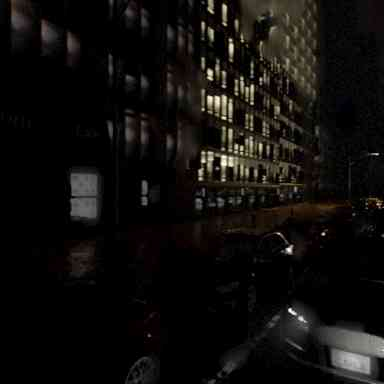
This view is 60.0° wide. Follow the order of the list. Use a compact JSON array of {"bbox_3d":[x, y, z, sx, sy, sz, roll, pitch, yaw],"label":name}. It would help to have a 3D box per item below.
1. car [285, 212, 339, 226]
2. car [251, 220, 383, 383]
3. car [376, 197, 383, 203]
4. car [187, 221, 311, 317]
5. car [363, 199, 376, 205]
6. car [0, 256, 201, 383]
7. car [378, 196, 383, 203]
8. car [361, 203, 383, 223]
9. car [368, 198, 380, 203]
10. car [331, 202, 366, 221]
[{"bbox_3d":[4.061,1.596,12.323,1.802,1.307,4.206,0,0,32],"label":"car"},{"bbox_3d":[2.933,1.507,5.546,2.128,1.511,4.902,1,0,32],"label":"car"},{"bbox_3d":[42.836,1.821,75.218,2.008,1.369,4.403,0,0,32],"label":"car"},{"bbox_3d":[1.078,1.545,7.486,2.008,1.369,4.403,0,0,32],"label":"car"},{"bbox_3d":[15.992,1.645,31.675,2.008,1.369,4.403,0,0,32],"label":"car"},{"bbox_3d":[-1.904,1.519,2.647,1.887,1.381,4.507,0,0,32],"label":"car"},{"bbox_3d":[24.940,1.594,46.190,1.967,1.590,4.097,0,0,32],"label":"car"},{"bbox_3d":[9.692,1.539,16.310,1.882,1.535,5.008,1,0,32],"label":"car"},{"bbox_3d":[21.957,1.716,41.352,1.802,1.307,4.206,0,0,32],"label":"car"},{"bbox_3d":[10.026,1.605,22.000,2.008,1.369,4.403,0,0,32],"label":"car"}]
